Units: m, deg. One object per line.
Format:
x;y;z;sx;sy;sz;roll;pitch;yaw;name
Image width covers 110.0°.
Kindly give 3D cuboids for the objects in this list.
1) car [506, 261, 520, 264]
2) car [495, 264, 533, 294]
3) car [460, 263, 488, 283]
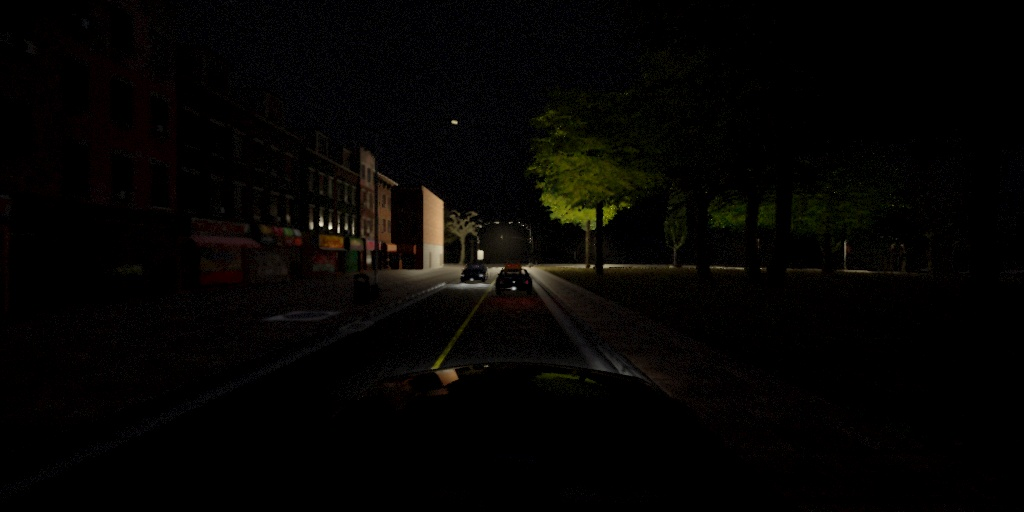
0.100;1.259;40.959;1.882;1.535;5.008;0;0;0;car
0.100;1.337;20.090;1.895;1.301;4.718;0;0;0;car
-2.847;1.290;28.054;2.033;1.411;5.357;0;0;0;car
